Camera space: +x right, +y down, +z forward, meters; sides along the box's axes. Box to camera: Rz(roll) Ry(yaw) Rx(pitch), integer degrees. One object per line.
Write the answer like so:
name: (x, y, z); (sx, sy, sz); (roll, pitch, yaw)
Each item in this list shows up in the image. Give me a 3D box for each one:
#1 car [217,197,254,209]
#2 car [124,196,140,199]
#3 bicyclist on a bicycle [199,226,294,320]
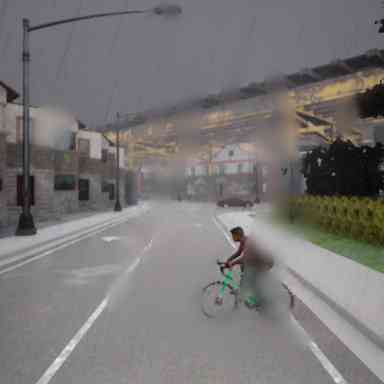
car: (5.835, 1.423, 44.835); (5.008, 1.535, 1.882); (0, 0, -4)
car: (-16.836, 1.342, 91.577); (4.974, 1.542, 2.038); (0, 0, -15)
bicyclist on a bicycle: (0.942, 1.427, 5.766); (1.656, 1.620, 0.582); (0, 0, 0)
